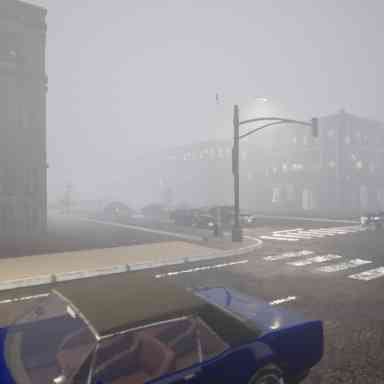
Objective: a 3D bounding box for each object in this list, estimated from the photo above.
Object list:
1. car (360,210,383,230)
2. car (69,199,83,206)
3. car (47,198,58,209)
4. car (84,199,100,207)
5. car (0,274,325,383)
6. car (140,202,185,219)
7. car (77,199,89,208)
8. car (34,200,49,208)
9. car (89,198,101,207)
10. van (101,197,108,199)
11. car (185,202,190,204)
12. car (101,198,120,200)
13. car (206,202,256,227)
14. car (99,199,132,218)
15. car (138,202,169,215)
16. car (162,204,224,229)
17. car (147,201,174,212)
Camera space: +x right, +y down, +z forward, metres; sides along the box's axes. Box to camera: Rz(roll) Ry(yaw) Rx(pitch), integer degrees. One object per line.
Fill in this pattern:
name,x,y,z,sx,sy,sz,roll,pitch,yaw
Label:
car,12.748,1.502,20.033,4.902,1.511,2.128,0,0,0
car,-26.717,2.363,76.417,1.947,1.339,4.313,-1,0,-35
car,-23.844,2.232,57.884,1.752,1.417,4.829,-1,0,-35
car,-20.311,2.227,67.388,1.887,1.381,4.507,-1,0,-35
car,-0.953,1.601,3.006,4.718,1.301,1.895,0,0,-35
car,-3.260,1.877,33.360,2.033,1.411,5.357,-1,0,-36
car,-20.211,2.194,62.801,1.812,1.442,4.674,-1,0,-35
car,-30.348,2.375,67.052,2.008,1.369,4.403,-1,0,-35
car,-17.114,1.939,62.873,2.192,1.841,5.009,-1,0,-35
van,-13.910,1.906,58.359,1.690,1.788,3.998,-1,0,-35
car,-1.093,1.903,40.303,1.802,1.307,4.206,-2,0,-35
car,-9.254,1.938,41.827,2.128,1.511,4.902,-1,0,-35
car,2.685,1.737,24.990,1.812,1.442,4.674,-1,0,-33
car,-7.929,1.846,35.451,1.967,1.590,4.097,-1,0,-35
car,-4.754,1.941,41.000,1.994,1.385,4.181,-1,0,-35
car,0.004,1.814,24.064,1.947,1.339,4.313,-1,0,-35
car,-4.295,1.965,44.817,1.802,1.307,4.206,-2,0,-35
